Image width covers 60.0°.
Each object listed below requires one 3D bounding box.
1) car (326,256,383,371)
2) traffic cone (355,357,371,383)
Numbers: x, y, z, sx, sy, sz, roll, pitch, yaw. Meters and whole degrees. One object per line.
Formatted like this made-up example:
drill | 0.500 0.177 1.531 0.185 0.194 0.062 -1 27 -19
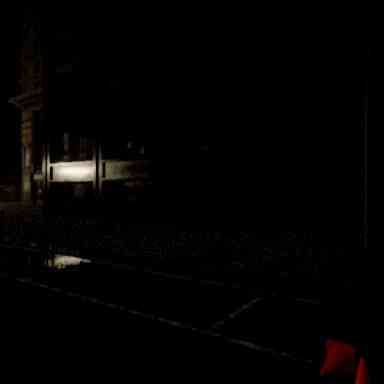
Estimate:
car | 4.323 1.316 3.890 5.009 1.841 2.192 0 0 35
traffic cone | 1.717 1.956 3.337 0.340 0.580 0.340 0 0 35
